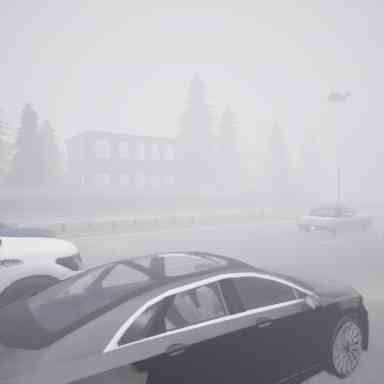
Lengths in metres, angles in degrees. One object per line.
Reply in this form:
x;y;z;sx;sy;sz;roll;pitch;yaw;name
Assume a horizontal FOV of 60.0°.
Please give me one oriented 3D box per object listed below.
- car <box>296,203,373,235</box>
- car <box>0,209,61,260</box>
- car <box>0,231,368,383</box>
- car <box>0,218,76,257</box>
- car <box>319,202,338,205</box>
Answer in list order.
7.811;1.502;17.943;4.718;1.301;1.895;0;0;-36;car
-7.365;1.476;11.391;5.008;1.535;1.882;0;0;-35;car
0.141;1.478;3.847;4.902;1.511;2.128;0;0;-35;car
-4.429;1.227;4.888;5.566;2.045;2.150;0;0;-35;car
10.272;1.432;24.246;4.181;1.385;1.994;0;0;-39;car
